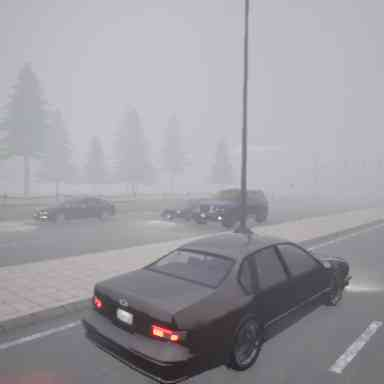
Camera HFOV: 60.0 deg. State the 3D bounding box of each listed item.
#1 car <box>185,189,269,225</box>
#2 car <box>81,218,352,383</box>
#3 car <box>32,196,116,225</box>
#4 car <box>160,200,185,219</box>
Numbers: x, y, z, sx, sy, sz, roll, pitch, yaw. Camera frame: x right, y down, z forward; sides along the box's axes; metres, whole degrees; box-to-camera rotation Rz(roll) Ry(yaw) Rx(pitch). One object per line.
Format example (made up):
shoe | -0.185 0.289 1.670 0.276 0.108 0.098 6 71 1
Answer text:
car | 2.425 0.859 19.441 2.150 2.045 5.566 2 2 42
car | 0.938 1.440 5.600 2.033 1.411 5.357 2 2 43
car | -6.814 1.001 19.661 1.837 1.490 4.892 2 2 42
car | 0.339 1.096 22.370 2.033 1.411 5.357 2 2 42
